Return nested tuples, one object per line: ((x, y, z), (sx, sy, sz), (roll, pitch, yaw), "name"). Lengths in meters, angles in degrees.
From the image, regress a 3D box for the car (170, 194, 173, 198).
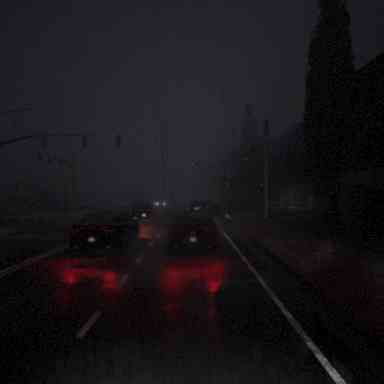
((-6.255, 1.123, 88.922), (2.097, 1.767, 4.553), (0, 0, 2), "car")

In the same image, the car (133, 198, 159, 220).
((-4.186, 1.506, 27.806), (1.837, 1.490, 4.892), (1, 0, -12), "car")

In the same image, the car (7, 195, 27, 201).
((-42.349, 1.368, 80.420), (3.905, 1.438, 1.784), (0, 0, 0), "car")

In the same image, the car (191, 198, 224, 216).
((1.141, 1.352, 27.583), (2.097, 1.767, 4.553), (0, 0, 19), "car")

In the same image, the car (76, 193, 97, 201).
((-24.896, 1.158, 77.524), (3.866, 1.878, 1.905), (0, 0, 0), "car")

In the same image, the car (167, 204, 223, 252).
((0.059, 1.478, 13.930), (1.882, 1.535, 5.008), (0, 0, 1), "car")

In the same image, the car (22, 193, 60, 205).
((-24.940, 1.156, 55.006), (4.605, 1.855, 1.932), (0, 0, 0), "car")

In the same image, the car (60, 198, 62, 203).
((-24.882, 1.159, 57.900), (3.866, 1.878, 1.905), (0, 0, 0), "car")

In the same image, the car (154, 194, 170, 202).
((-6.676, 1.596, 73.239), (1.895, 1.301, 4.718), (0, 0, 2), "car")

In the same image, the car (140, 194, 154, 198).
((-10.174, 1.501, 73.353), (1.837, 1.490, 4.892), (0, 0, 2), "car")

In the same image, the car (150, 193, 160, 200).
((-9.754, 1.123, 89.015), (2.097, 1.767, 4.553), (0, 0, 2), "car")

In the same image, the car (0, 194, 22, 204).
((-42.416, 1.157, 77.524), (4.605, 1.855, 1.932), (0, 0, 0), "car")

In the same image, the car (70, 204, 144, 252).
((-3.441, 1.478, 13.932), (1.882, 1.535, 5.008), (0, 0, 1), "car")
